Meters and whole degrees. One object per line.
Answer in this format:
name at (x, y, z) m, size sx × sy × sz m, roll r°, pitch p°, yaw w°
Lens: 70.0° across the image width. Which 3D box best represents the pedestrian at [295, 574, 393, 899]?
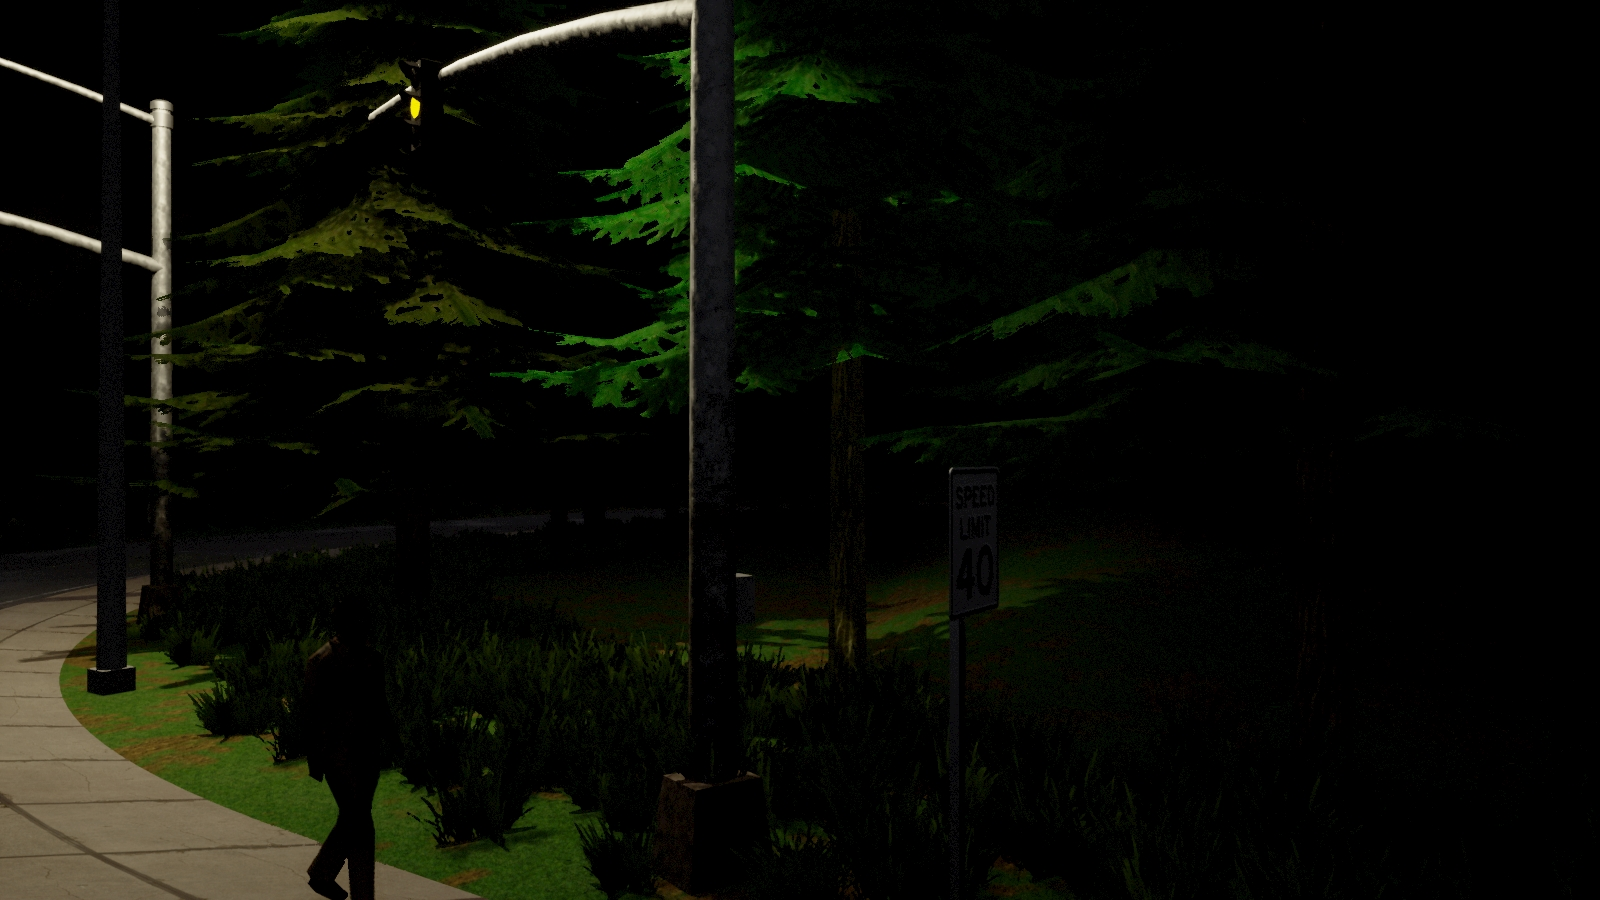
pedestrian at (-2.618, 1.671, 6.563) m, size 0.375 × 1.860 × 0.375 m, roll 0°, pitch 0°, yaw 33°
